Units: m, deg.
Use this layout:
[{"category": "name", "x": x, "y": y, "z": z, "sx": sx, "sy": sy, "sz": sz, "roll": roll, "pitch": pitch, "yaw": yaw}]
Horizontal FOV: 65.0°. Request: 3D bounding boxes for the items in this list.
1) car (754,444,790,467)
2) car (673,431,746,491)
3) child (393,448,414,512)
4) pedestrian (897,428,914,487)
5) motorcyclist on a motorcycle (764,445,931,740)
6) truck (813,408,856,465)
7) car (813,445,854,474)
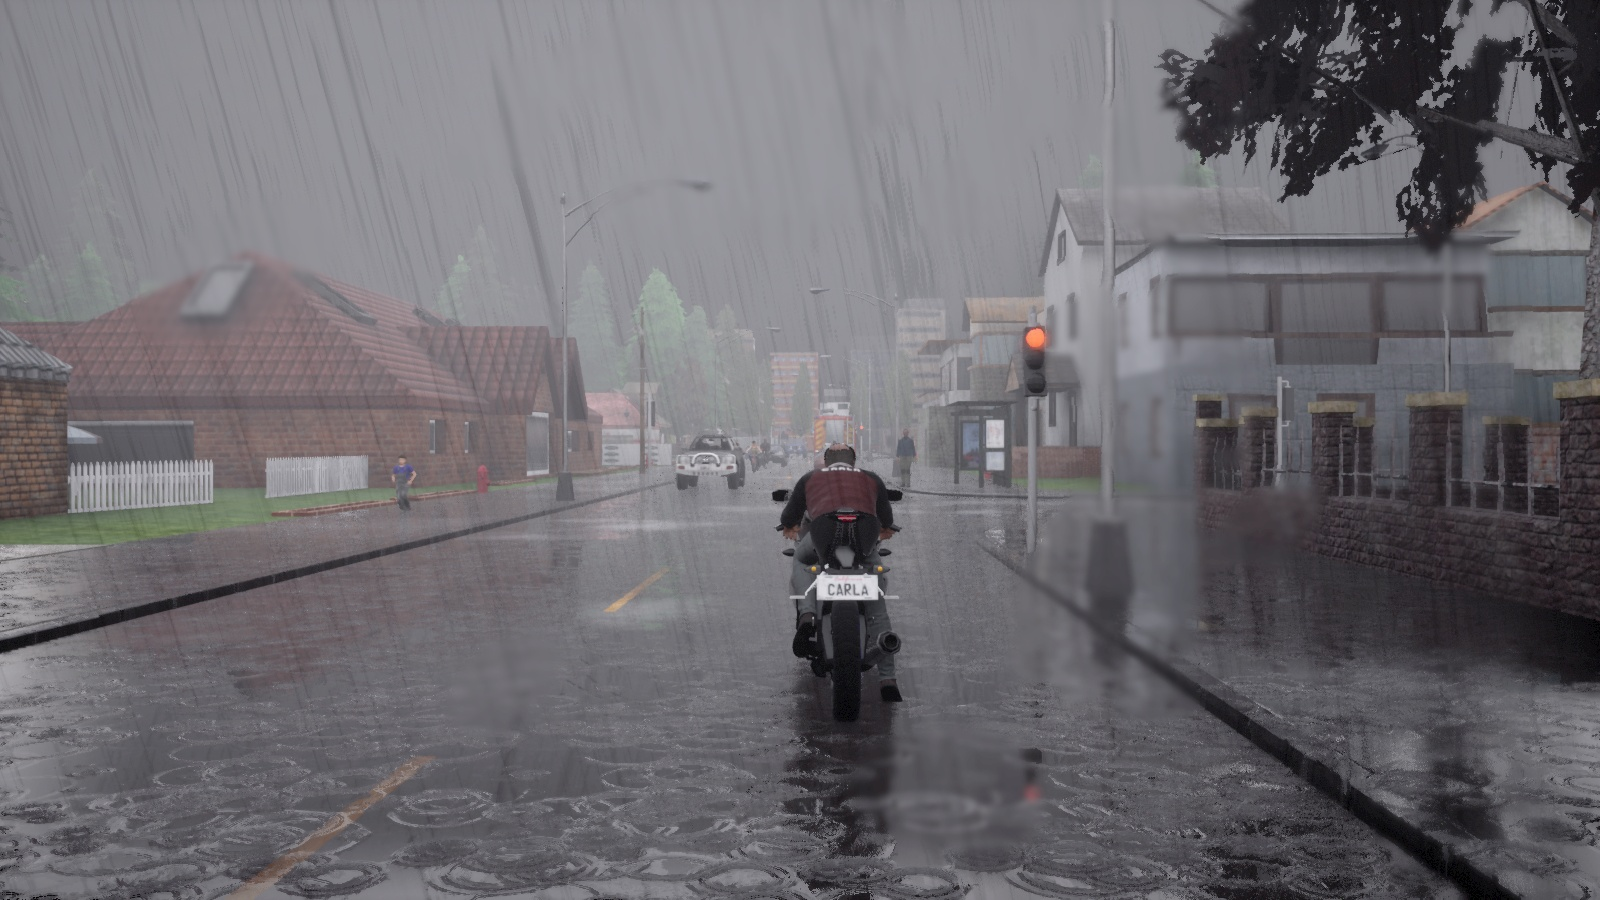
[{"category": "car", "x": -1.776, "y": 0.335, "z": 81.004, "sx": 2.033, "sy": 1.411, "sz": 5.357, "roll": 0, "pitch": 0, "yaw": 2}, {"category": "car", "x": -2.882, "y": 0.329, "z": 41.079, "sx": 1.932, "sy": 1.855, "sz": 4.605, "roll": 0, "pitch": 0, "yaw": 2}, {"category": "child", "x": -7.824, "y": 0.588, "z": 24.773, "sx": 0.270, "sy": 1.263, "sz": 0.437, "roll": 0, "pitch": 0, "yaw": 0}, {"category": "pedestrian", "x": 3.323, "y": 0.236, "z": 39.458, "sx": 0.402, "sy": 1.842, "sz": 0.726, "roll": 0, "pitch": 0, "yaw": 16}, {"category": "motorcyclist on a motorcycle", "x": 0.244, "y": 0.739, "z": 7.623, "sx": 0.866, "sy": 1.530, "sz": 2.191, "roll": 0, "pitch": 0, "yaw": 0}, {"category": "truck", "x": 2.443, "y": -0.918, "z": 88.847, "sx": 2.891, "sy": 3.827, "sz": 8.468, "roll": 0, "pitch": 0, "yaw": 1}, {"category": "car", "x": 1.709, "y": 0.458, "z": 62.615, "sx": 1.994, "sy": 1.385, "sz": 4.181, "roll": 0, "pitch": 0, "yaw": 2}]
